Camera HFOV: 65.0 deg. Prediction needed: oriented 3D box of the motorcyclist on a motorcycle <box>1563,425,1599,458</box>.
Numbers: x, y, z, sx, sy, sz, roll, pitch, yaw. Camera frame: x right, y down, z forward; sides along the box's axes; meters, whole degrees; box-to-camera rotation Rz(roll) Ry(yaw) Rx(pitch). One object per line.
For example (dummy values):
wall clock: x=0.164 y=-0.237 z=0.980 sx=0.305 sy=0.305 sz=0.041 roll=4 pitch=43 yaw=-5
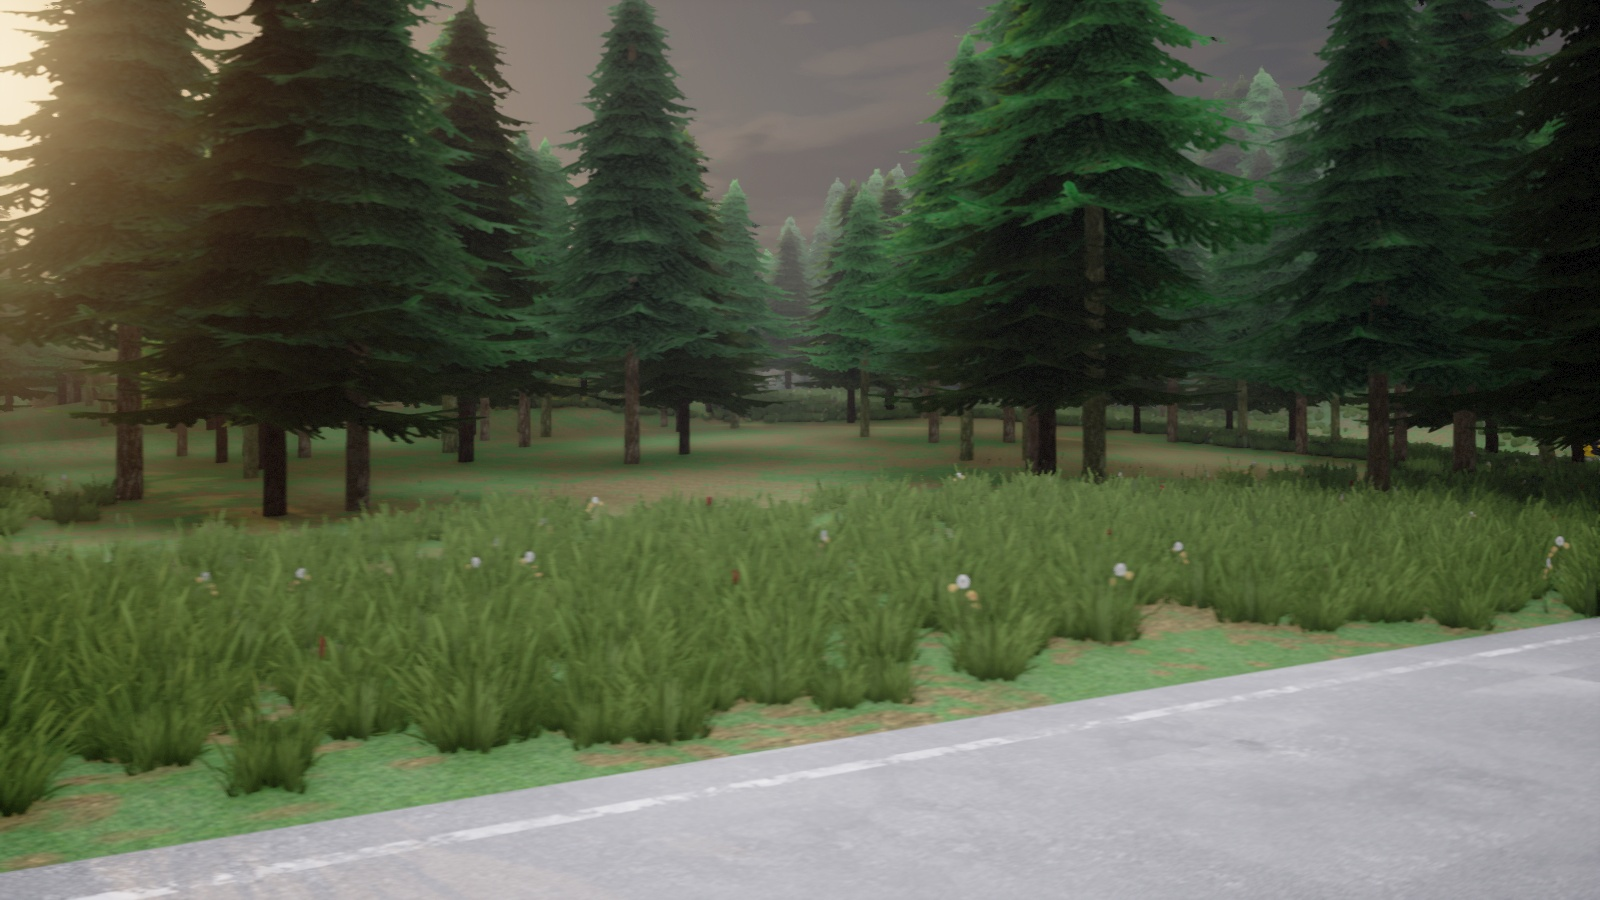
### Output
motorcyclist on a motorcycle: x=38.666 y=-0.427 z=61.498 sx=0.797 sy=1.523 sz=2.044 roll=0 pitch=4 yaw=-23
